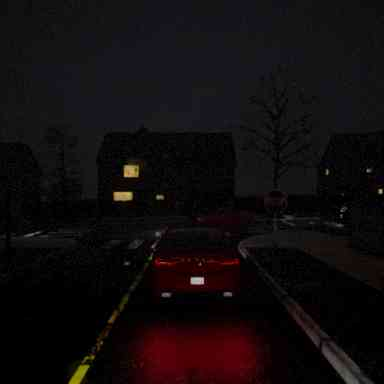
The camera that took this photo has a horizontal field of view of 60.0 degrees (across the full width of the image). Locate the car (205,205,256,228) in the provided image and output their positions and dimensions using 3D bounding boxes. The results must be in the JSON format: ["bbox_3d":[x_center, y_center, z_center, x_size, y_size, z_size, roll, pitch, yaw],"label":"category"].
[{"bbox_3d":[1.757,1.510,20.088,4.181,1.385,1.994,-2,1,-24],"label":"car"}]

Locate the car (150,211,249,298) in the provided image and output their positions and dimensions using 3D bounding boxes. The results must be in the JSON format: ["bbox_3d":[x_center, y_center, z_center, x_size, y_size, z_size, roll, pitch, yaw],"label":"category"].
[{"bbox_3d":[0.036,1.491,8.605,1.882,1.535,5.008,0,0,-1],"label":"car"}]

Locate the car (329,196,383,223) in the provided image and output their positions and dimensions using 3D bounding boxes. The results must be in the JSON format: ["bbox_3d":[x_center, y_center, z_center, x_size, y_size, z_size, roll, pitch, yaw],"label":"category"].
[{"bbox_3d":[11.537,1.045,21.964,4.553,1.767,2.097,-1,1,0],"label":"car"}]
